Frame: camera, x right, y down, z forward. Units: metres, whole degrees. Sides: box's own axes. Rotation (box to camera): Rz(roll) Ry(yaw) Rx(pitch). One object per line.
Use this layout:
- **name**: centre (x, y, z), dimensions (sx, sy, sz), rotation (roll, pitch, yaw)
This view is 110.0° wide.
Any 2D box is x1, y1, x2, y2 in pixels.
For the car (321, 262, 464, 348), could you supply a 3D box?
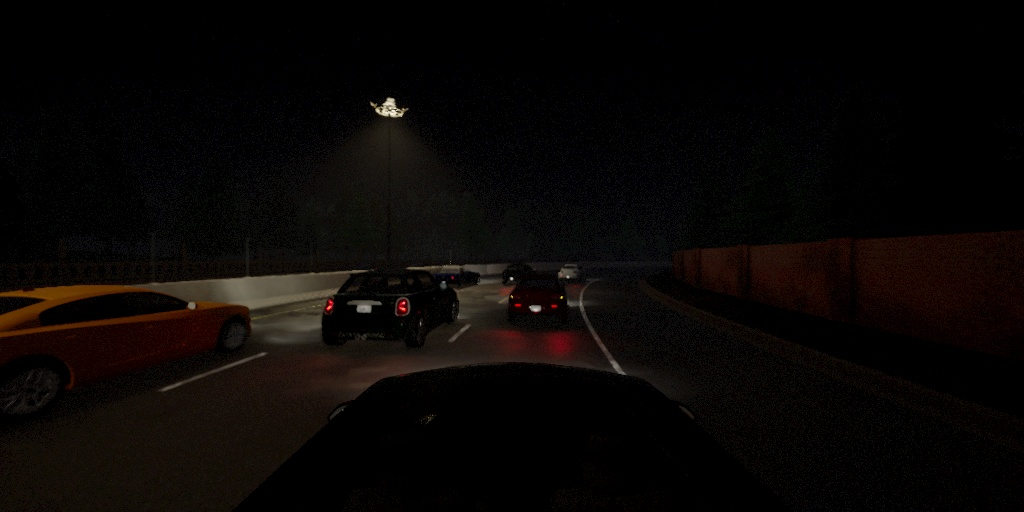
- **car**: centre (-2.868, 1.113, 9.481), dimensions (2.097, 1.767, 4.553), rotation (0, 0, 5)

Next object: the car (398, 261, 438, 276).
- **car**: centre (-10.191, 1.348, 39.399), dimensions (1.812, 1.442, 4.674), rotation (0, 0, 22)

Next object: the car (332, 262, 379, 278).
- **car**: centre (-15.330, 1.348, 35.386), dimensions (1.994, 1.385, 4.181), rotation (0, 0, 18)

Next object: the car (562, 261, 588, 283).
- **car**: centre (5.012, 1.390, 29.585), dimensions (1.812, 1.442, 4.674), rotation (0, 0, 19)

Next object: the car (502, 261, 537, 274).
- **car**: centre (0.643, 1.341, 27.416), dimensions (1.837, 1.490, 4.892), rotation (0, 0, 16)

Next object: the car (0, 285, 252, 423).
- **car**: centre (-6.670, 1.208, 5.784), dimensions (1.882, 1.535, 5.008), rotation (0, 0, 2)

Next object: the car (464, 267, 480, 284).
- **car**: centre (-3.767, 1.407, 24.742), dimensions (1.895, 1.301, 4.718), rotation (0, 0, 14)

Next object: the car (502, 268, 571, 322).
- **car**: centre (0.964, 1.315, 12.408), dimensions (1.812, 1.442, 4.674), rotation (0, 0, 7)
